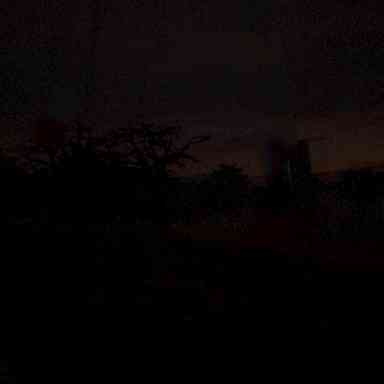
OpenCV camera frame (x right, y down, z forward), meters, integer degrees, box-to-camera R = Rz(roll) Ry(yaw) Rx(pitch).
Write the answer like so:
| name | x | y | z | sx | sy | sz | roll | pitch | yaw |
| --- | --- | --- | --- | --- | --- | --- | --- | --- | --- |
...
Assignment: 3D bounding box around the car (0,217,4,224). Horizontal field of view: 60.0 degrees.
| name | x | y | z | sx | sy | sz | roll | pitch | yaw |
| --- | --- | --- | --- | --- | --- | --- | --- | --- | --- |
| car | -30.674 | 4.360 | 51.255 | 1.837 | 1.490 | 4.892 | -4 | -4 | -11 |
